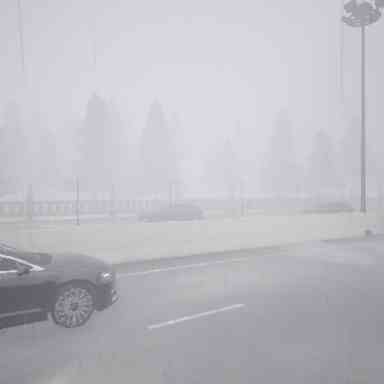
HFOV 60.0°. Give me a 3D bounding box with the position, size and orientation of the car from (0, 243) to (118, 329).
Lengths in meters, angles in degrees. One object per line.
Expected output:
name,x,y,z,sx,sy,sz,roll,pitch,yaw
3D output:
car,-3.643,1.491,5.291,4.902,1.511,2.128,0,0,-36

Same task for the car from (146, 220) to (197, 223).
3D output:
car,-1.497,1.504,23.490,4.892,1.490,1.837,0,0,-30

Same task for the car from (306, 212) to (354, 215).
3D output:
car,10.616,1.503,26.179,4.892,1.490,1.837,0,0,-28
